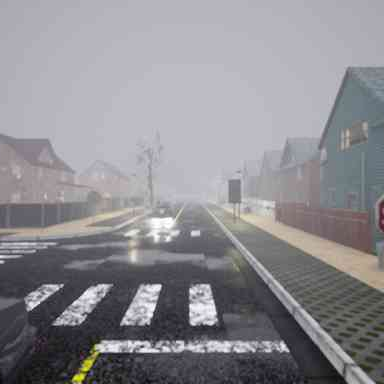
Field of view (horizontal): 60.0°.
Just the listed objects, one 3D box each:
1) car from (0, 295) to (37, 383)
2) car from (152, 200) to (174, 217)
[{"bbox_3d":[-2.748,1.551,1.604,2.033,1.411,5.357,0,0,0],"label":"car"},{"bbox_3d":[-2.734,1.561,32.580,2.128,1.511,4.902,0,0,0],"label":"car"}]
